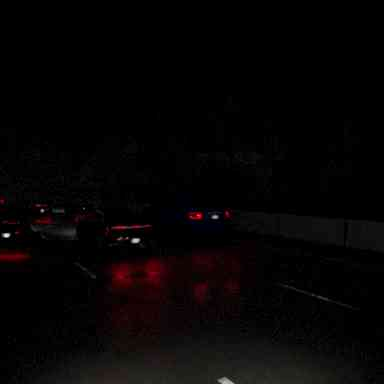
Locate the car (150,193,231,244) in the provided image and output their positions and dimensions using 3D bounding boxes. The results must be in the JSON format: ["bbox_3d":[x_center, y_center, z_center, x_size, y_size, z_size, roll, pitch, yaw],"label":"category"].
[{"bbox_3d":[-0.509,1.068,15.369,2.150,2.045,5.566,0,0,-32],"label":"car"}]

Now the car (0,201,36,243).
[{"bbox_3d":[-8.339,1.371,14.694,1.837,1.490,4.892,0,0,-32],"label":"car"}]

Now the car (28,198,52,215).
[{"bbox_3d":[-14.108,1.328,30.526,1.837,1.490,4.892,0,0,-32],"label":"car"}]

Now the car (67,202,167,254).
[{"bbox_3d":[-3.139,1.360,12.978,2.128,1.511,4.902,0,0,-32],"label":"car"}]

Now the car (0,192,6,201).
[{"bbox_3d":[-20.181,1.057,33.637,2.150,2.045,5.566,0,-1,-32],"label":"car"}]

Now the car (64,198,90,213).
[{"bbox_3d":[-11.101,1.296,32.319,2.128,1.511,4.902,0,0,-32],"label":"car"}]
